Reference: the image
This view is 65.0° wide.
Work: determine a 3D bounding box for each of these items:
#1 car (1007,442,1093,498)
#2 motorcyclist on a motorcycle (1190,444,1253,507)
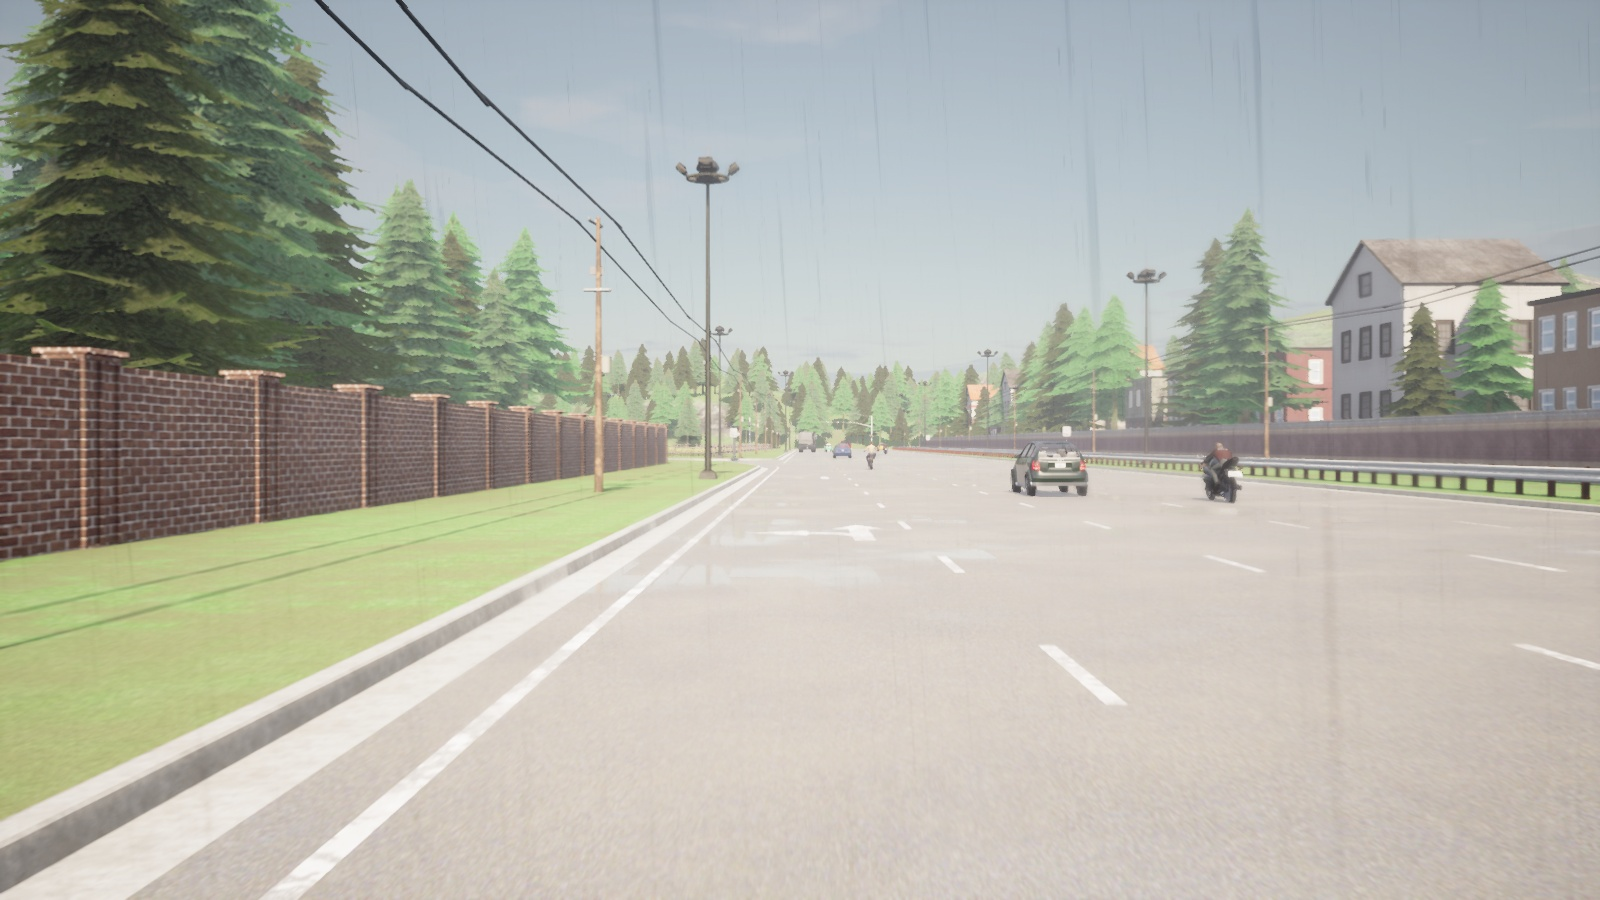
[{"bbox_3d":[7.224,0.533,36.617,1.789,1.549,3.705,0,0,0],"label":"car"},{"bbox_3d":[10.697,0.618,31.938,0.866,1.530,2.191,0,0,0],"label":"motorcyclist on a motorcycle"}]
